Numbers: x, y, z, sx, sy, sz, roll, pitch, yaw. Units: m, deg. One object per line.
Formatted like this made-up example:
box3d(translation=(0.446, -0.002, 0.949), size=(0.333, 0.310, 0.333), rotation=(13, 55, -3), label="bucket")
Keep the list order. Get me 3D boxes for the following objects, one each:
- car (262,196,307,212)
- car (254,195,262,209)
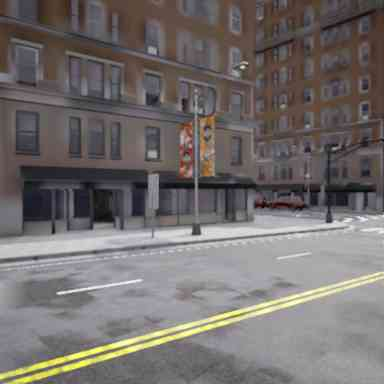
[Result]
box3d(translation=(11.743, 1.416, 41.251), size=(2.192, 1.841, 5.009), rotation=(0, 0, -44), label="car")
box3d(translation=(7.915, 1.366, 45.210), size=(2.192, 1.841, 5.009), rotation=(0, 0, -44), label="car")
